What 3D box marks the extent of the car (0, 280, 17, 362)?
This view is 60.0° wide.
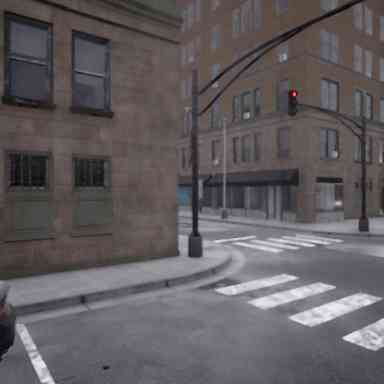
[{"bbox_3d":[-4.184,1.553,3.205,4.403,1.369,2.008,0,0,-36],"label":"car"}]
